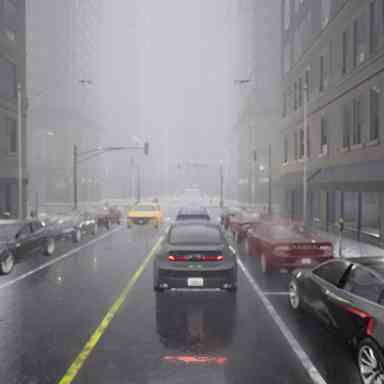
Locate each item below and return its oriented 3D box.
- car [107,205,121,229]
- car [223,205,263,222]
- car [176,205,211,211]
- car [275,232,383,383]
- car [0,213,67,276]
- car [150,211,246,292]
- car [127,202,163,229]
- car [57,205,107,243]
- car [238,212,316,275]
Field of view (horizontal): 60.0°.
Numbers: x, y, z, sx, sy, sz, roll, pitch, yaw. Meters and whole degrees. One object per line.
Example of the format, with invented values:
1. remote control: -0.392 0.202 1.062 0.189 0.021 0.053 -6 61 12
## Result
1. car: -5.738 1.524 21.305 1.887 1.381 4.507 -1 0 0
2. car: 2.778 1.529 15.786 1.887 1.381 4.507 -1 0 0
3. car: 0.069 1.459 19.286 1.882 1.535 5.008 0 0 1
4. car: 2.761 1.561 4.776 1.947 1.339 4.313 -1 0 0
5. car: -5.756 1.555 10.295 1.947 1.339 4.313 -1 0 0
6. car: 0.082 1.496 8.885 1.837 1.490 4.892 0 0 0
7. car: -2.964 1.456 21.743 1.882 1.535 5.008 0 0 0
8. car: -5.747 1.535 15.800 2.008 1.369 4.403 -1 0 0
9. car: 2.769 1.534 10.281 1.887 1.381 4.507 -1 0 0
